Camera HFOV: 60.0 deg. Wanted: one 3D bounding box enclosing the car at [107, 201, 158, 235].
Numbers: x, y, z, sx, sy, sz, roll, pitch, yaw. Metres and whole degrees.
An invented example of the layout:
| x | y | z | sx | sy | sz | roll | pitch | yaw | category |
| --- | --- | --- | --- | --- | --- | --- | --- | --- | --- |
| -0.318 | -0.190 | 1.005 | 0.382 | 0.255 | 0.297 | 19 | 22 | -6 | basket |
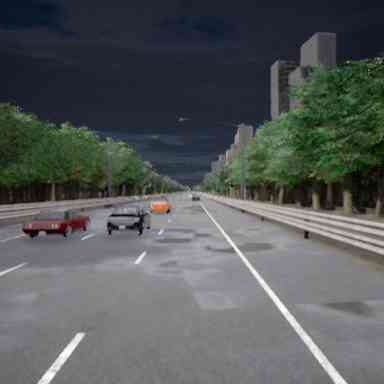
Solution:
| x | y | z | sx | sy | sz | roll | pitch | yaw | category |
| --- | --- | --- | --- | --- | --- | --- | --- | --- | --- |
| -3.403 | 1.503 | 18.649 | 2.128 | 1.511 | 4.902 | 0 | 0 | 0 | car |

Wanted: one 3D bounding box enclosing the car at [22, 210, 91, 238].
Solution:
| x | y | z | sx | sy | sz | roll | pitch | yaw | category |
| --- | --- | --- | --- | --- | --- | --- | --- | --- | --- |
| -6.904 | 1.611 | 17.571 | 1.895 | 1.301 | 4.718 | 0 | 0 | 0 | car |

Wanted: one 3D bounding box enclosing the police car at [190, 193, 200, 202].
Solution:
| x | y | z | sx | sy | sz | roll | pitch | yaw | category |
| --- | --- | --- | --- | --- | --- | --- | --- | --- | --- |
| 1.034 | 1.453 | 81.076 | 1.930 | 1.638 | 5.238 | 0 | 0 | 0 | police car |

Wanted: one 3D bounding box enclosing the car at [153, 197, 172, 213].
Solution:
| x | y | z | sx | sy | sz | roll | pitch | yaw | category |
| --- | --- | --- | --- | --- | --- | --- | --- | --- | --- |
| -3.406 | 1.378 | 37.260 | 2.097 | 1.767 | 4.553 | 0 | 0 | 0 | car |
